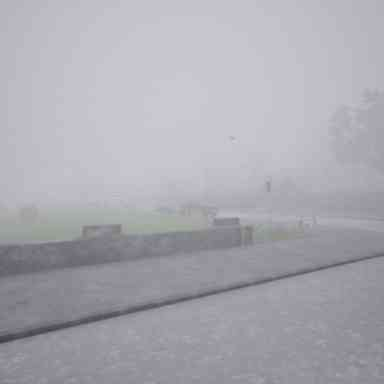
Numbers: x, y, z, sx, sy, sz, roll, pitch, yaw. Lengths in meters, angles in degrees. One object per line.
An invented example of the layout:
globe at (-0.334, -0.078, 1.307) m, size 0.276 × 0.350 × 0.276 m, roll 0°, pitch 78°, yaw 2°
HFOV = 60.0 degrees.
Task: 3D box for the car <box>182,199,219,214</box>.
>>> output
car at (0.881, 1.507, 35.924) m, size 1.882 × 1.535 × 5.008 m, roll 0°, pitch 0°, yaw -35°

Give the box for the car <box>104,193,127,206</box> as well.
car at (-12.837, 1.251, 55.307) m, size 2.150 × 2.045 × 5.566 m, roll 0°, pitch 0°, yaw -35°
